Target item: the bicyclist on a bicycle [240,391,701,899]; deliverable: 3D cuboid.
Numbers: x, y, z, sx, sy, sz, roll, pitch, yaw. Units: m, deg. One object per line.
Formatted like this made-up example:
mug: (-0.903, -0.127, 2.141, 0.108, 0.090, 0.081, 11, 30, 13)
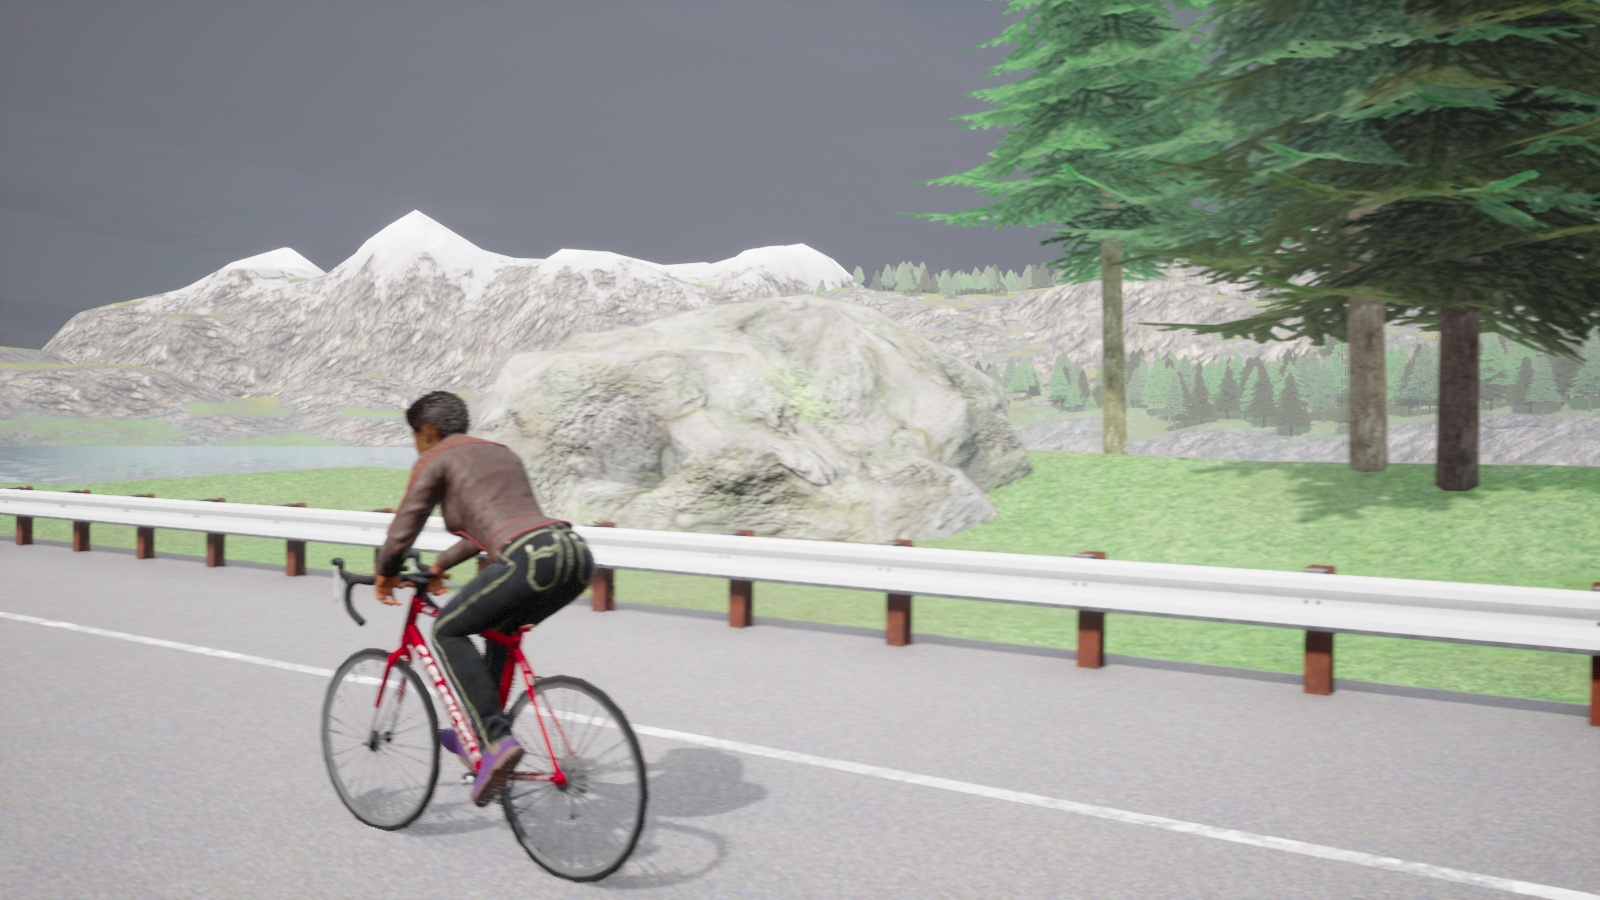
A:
bicyclist on a bicycle: (-1.197, 0.638, 4.418, 1.656, 1.620, 0.582, -1, 1, 34)
